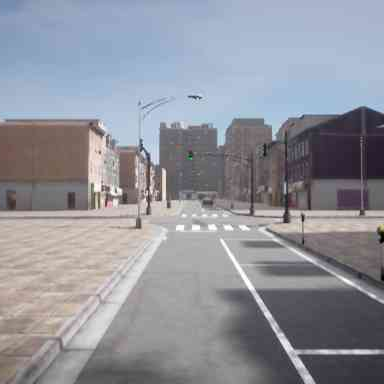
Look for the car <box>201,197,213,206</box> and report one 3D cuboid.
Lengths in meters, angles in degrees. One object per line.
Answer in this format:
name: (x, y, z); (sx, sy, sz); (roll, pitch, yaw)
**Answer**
car: (2.750, 1.727, 59.793); (1.882, 1.535, 5.008); (0, 0, 0)
